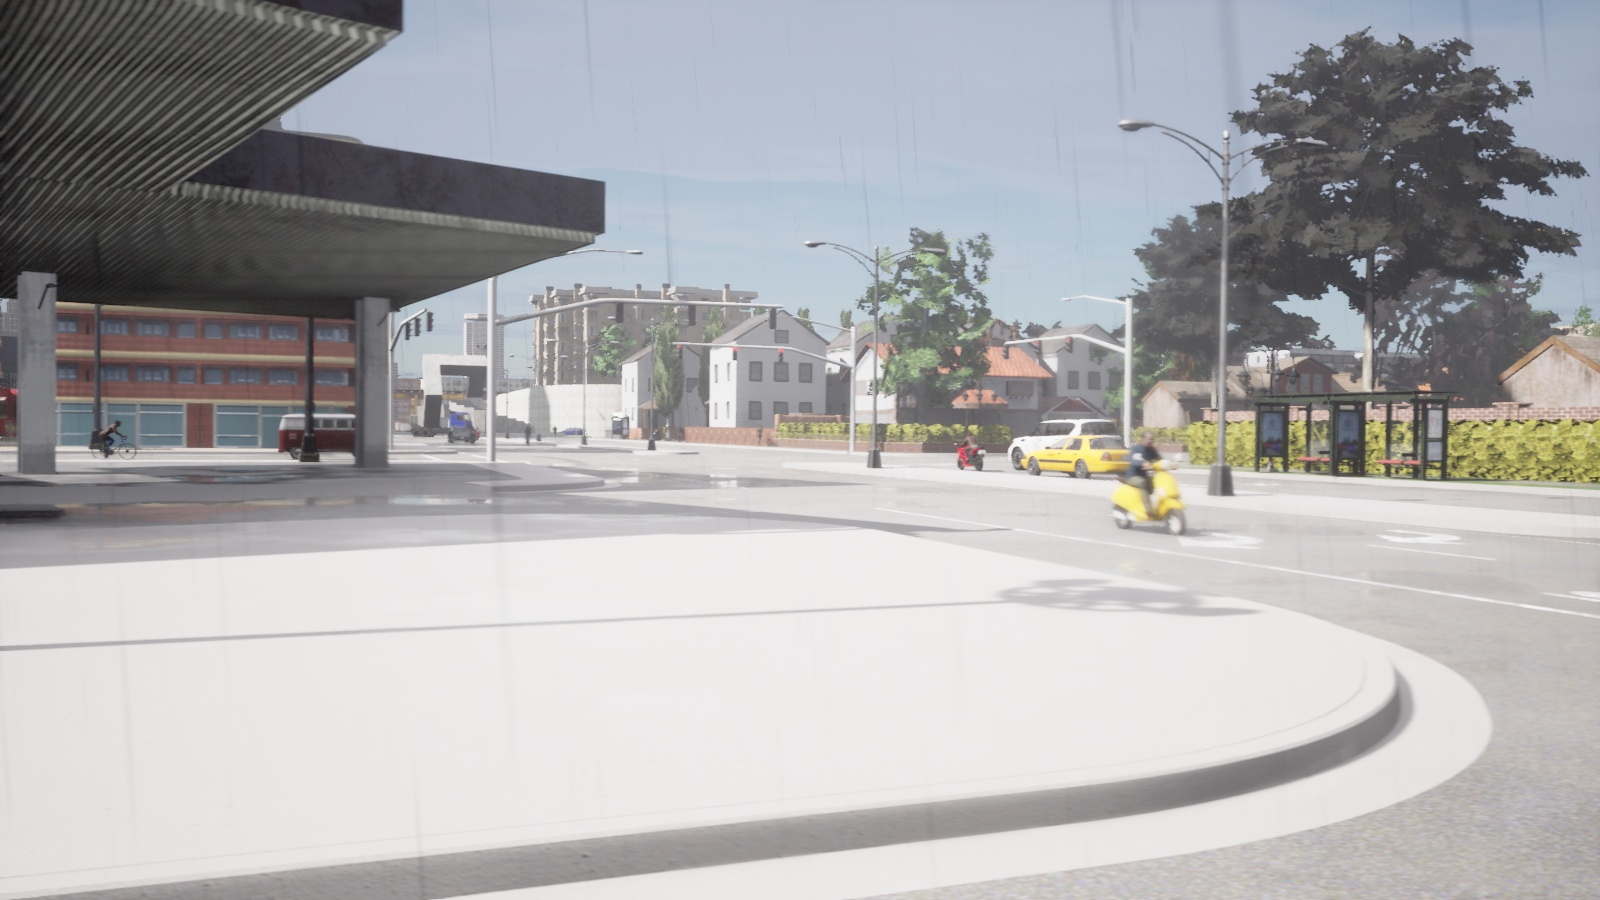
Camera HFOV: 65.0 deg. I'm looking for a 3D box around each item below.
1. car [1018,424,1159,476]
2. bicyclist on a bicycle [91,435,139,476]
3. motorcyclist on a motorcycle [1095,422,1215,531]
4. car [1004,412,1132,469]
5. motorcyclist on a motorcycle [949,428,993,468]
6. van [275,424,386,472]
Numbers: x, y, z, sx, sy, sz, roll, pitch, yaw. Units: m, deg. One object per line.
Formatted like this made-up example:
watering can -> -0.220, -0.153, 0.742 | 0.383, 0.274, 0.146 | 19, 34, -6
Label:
car -> 9.376, -0.038, 41.319 | 1.801, 1.575, 5.366 | -1, 1, -21
bicyclist on a bicycle -> -28.266, 0.210, 51.849 | 1.656, 1.620, 0.582 | -2, 1, -22
motorcyclist on a motorcycle -> 5.459, 0.375, 19.446 | 0.866, 1.590, 1.817 | -1, 1, -21
car -> 10.293, -0.388, 48.680 | 2.150, 2.045, 5.566 | -1, 1, -21
motorcyclist on a motorcycle -> 6.602, -0.083, 48.543 | 0.797, 1.523, 2.044 | -1, 1, -21
van -> -20.538, -0.124, 54.958 | 4.442, 1.987, 1.775 | -1, 1, -22
